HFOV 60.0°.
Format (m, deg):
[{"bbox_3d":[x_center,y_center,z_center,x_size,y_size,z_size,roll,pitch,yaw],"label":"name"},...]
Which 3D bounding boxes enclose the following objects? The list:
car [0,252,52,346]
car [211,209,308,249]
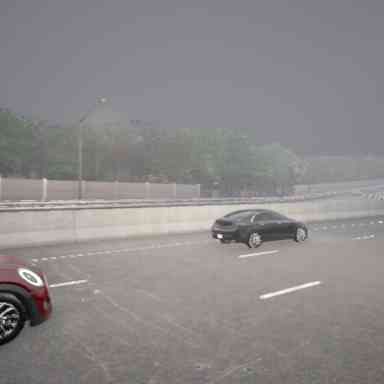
[{"bbox_3d":[-4.528,1.352,4.812,4.553,1.767,2.097,0,0,-35],"label":"car"},{"bbox_3d":[3.073,1.493,14.515,4.892,1.490,1.837,0,0,-35],"label":"car"}]
